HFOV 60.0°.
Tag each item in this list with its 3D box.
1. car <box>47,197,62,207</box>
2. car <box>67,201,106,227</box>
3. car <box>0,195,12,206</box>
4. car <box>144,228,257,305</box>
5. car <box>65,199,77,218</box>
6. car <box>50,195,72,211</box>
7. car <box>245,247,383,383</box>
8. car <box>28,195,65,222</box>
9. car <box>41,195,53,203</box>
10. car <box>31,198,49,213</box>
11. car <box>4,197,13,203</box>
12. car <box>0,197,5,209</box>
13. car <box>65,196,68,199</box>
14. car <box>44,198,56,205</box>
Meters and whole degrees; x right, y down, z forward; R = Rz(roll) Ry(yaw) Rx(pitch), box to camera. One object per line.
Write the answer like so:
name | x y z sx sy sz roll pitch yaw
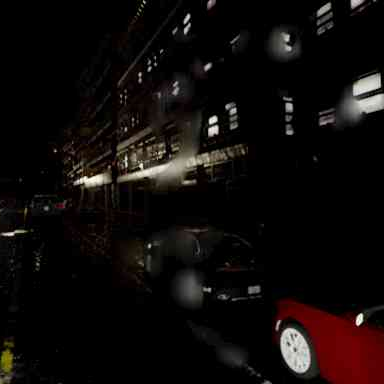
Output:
car | -21.845 1.545 52.667 1.967 1.590 4.097 1 -1 -26
car | -7.153 1.564 22.910 1.887 1.381 4.507 1 -1 -26
car | -33.794 1.475 59.175 2.192 1.841 5.009 1 -1 -26
car | 0.178 1.549 8.025 2.008 1.369 4.403 1 -1 -26
car | -9.596 1.575 27.870 1.887 1.381 4.507 1 -1 -26
car | -16.954 1.385 42.744 2.192 1.841 5.009 1 -1 -26
car | 2.622 1.540 3.062 1.887 1.381 4.507 1 -1 -26
car | -11.846 1.256 26.791 2.150 2.045 5.566 0 0 -26
car | -31.620 1.512 72.517 2.192 1.841 5.009 1 -1 -26
car | -18.313 1.546 39.917 1.882 1.535 5.008 0 0 -26
car | -43.575 1.850 79.019 1.802 1.307 4.206 1 -1 -26
car | -26.468 1.665 44.290 1.947 1.339 4.313 1 -1 -26
car | -12.032 1.482 32.837 1.967 1.590 4.097 1 -1 -26
car | -26.735 1.729 62.589 1.802 1.307 4.206 1 -1 -26
